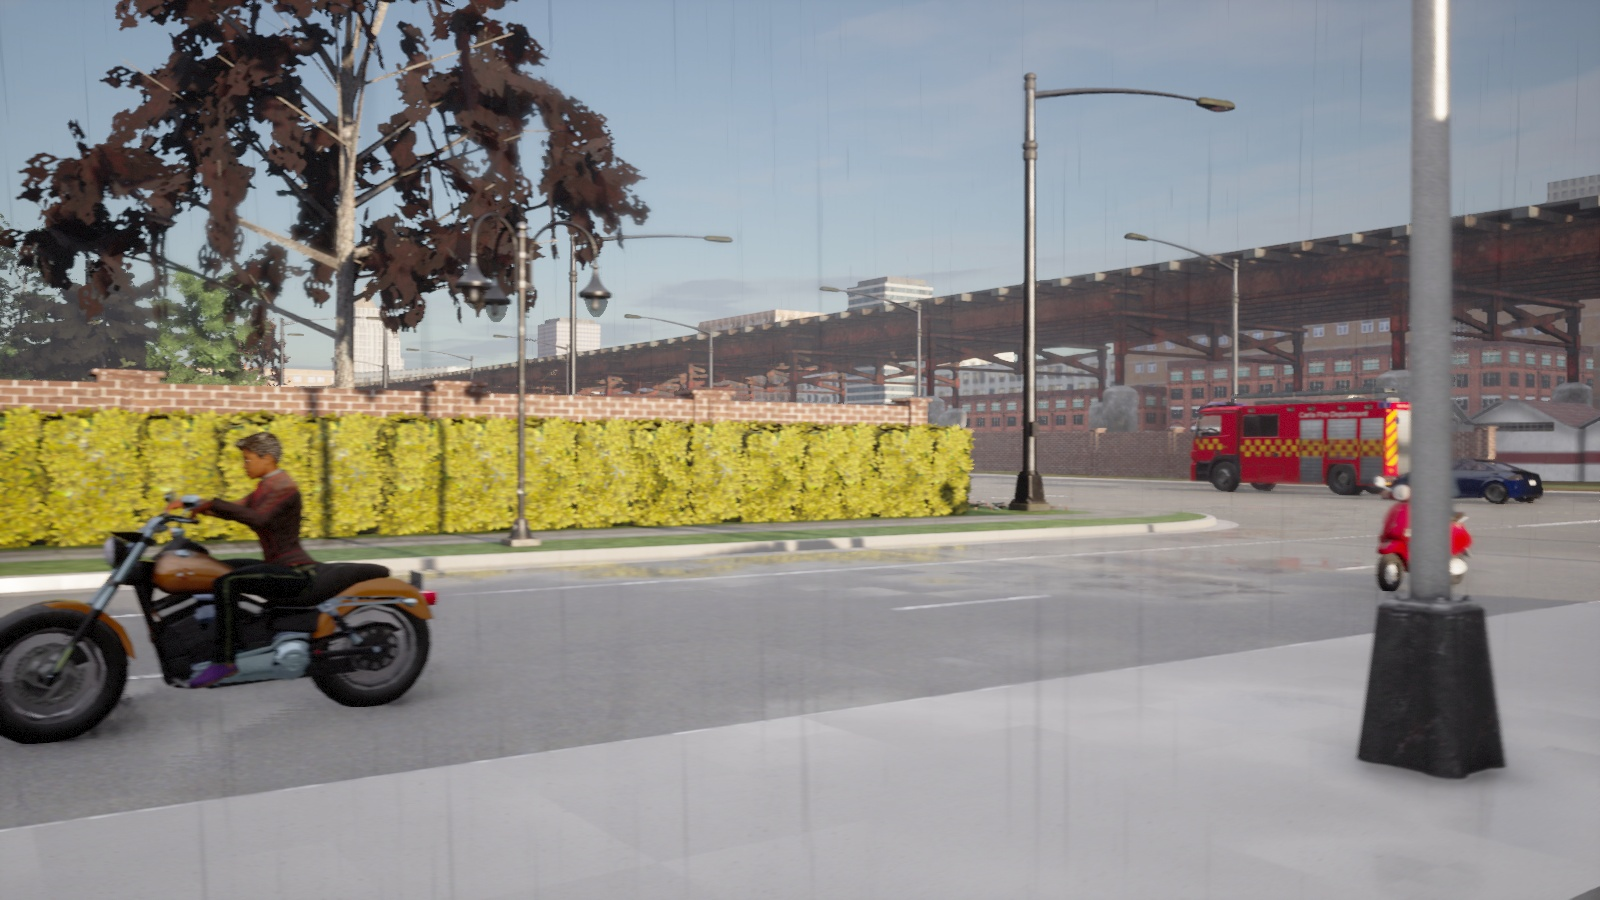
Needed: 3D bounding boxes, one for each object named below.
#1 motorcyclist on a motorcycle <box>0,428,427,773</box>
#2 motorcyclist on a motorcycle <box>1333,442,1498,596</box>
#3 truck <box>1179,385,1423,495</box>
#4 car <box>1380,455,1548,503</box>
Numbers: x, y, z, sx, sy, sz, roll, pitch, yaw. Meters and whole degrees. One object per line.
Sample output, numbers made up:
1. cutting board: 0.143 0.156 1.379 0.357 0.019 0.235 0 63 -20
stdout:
1. motorcyclist on a motorcycle: -3.320 0.719 6.831 2.350 1.649 0.766 0 0 -35
2. motorcyclist on a motorcycle: 6.818 0.718 13.887 1.817 1.590 0.866 0 0 -35
3. truck: 18.865 -0.342 47.912 2.891 3.827 8.468 0 0 -35
4. car: 20.634 0.861 39.188 1.994 1.385 4.181 0 0 -35
